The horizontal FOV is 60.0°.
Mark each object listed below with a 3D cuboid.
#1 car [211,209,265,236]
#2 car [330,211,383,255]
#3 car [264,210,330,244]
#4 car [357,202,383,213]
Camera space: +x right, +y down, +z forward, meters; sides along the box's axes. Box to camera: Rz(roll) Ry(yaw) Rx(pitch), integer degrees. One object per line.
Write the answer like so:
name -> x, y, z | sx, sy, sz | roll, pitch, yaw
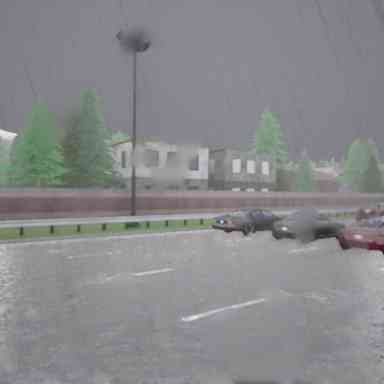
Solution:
car -> 3.653, 1.686, 19.379 | 5.357, 1.411, 2.033 | 1, 0, -35
car -> 7.991, 1.706, 13.872 | 4.181, 1.385, 1.994 | 1, 0, -35
car -> 5.957, 1.706, 16.721 | 4.181, 1.385, 1.994 | 1, 0, -35
car -> 15.938, 1.637, 28.148 | 4.553, 1.767, 2.097 | 1, -1, -35
